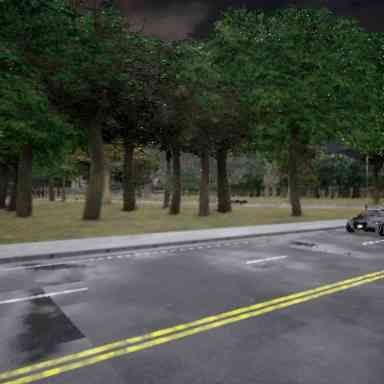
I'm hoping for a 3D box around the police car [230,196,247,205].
[{"bbox_3d":[8.135,1.646,65.044,5.238,1.638,1.930,0,-1,31],"label":"police car"}]

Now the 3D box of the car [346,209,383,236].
[{"bbox_3d":[10.817,1.705,19.362,4.181,1.385,1.994,1,0,-35],"label":"car"}]
